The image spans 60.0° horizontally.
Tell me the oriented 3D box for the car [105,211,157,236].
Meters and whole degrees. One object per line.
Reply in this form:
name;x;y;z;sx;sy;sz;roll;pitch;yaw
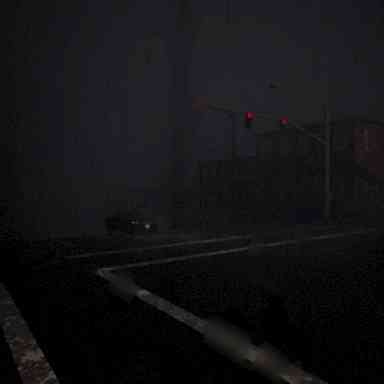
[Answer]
car;-4.039;1.956;21.508;2.128;1.511;4.902;0;-4;-36

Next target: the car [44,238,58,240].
car;-16.325;6.020;38.693;1.895;1.301;4.718;0;-12;-36
